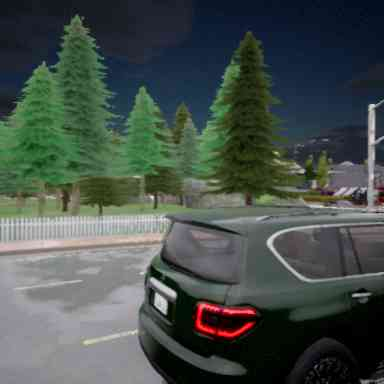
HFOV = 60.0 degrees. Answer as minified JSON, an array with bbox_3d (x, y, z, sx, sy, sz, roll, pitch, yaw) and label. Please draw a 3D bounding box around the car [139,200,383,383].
[{"bbox_3d":[2.070,1.227,4.566,5.566,2.045,2.150,0,0,-27],"label":"car"}]
